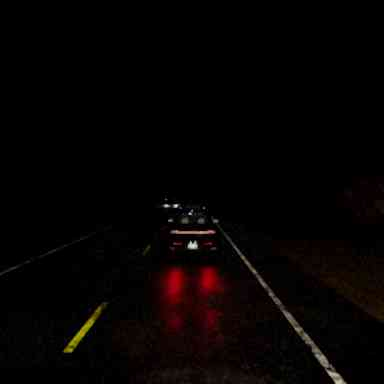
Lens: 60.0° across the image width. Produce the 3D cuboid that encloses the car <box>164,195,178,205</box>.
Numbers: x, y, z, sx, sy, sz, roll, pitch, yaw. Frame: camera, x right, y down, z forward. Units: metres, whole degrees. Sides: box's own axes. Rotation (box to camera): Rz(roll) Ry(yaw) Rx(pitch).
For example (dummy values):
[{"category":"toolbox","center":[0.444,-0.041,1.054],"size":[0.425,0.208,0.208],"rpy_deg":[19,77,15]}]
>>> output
[{"category":"car","center":[-3.564,1.268,57.555],"size":[2.097,1.767,4.553],"rpy_deg":[0,0,0]}]

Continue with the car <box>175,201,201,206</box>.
[{"category":"car","center":[0.023,1.528,25.867],"size":[2.033,1.411,5.357],"rpy_deg":[0,0,1]}]

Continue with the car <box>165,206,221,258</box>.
[{"category":"car","center":[0.043,1.485,12.795],"size":[2.128,1.511,4.902],"rpy_deg":[0,0,1]}]
